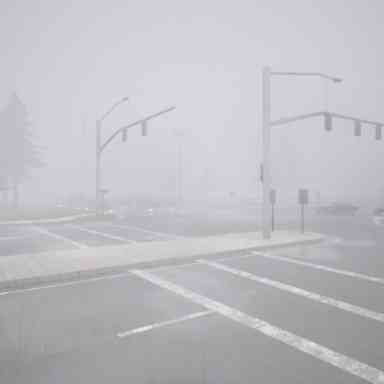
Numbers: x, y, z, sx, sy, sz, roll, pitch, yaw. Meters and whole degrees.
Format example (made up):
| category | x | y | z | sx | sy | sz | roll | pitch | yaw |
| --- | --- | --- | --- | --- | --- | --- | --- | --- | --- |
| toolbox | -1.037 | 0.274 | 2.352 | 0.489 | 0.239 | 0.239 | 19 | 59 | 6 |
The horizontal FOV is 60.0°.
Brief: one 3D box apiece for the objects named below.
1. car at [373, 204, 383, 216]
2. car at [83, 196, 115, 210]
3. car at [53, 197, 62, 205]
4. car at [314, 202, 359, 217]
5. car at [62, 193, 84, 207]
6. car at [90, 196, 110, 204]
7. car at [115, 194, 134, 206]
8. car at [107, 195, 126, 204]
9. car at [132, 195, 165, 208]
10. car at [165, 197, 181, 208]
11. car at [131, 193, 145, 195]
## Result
| category | x | y | z | sx | sy | sz | roll | pitch | yaw |
| --- | --- | --- | --- | --- | --- | --- | --- | --- | --- |
| car | 19.221 | 1.540 | 31.303 | 5.357 | 1.411 | 2.033 | 0 | 0 | -34 |
| car | -12.049 | 1.501 | 42.956 | 1.837 | 1.490 | 4.892 | 0 | 0 | -35 |
| car | -23.409 | 1.560 | 59.250 | 1.994 | 1.385 | 4.181 | 0 | 0 | -34 |
| car | 13.858 | 1.594 | 31.858 | 4.718 | 1.301 | 1.895 | 0 | 0 | -35 |
| car | -17.713 | 1.218 | 51.032 | 2.150 | 2.045 | 5.566 | 0 | 0 | -35 |
| car | -17.345 | 1.486 | 62.794 | 2.128 | 1.511 | 4.902 | 0 | 0 | -35 |
| car | -11.492 | 1.500 | 54.371 | 1.837 | 1.490 | 4.892 | 0 | 0 | -35 |
| car | -14.795 | 1.472 | 65.282 | 1.882 | 1.535 | 5.008 | 0 | 0 | -34 |
| car | -6.250 | 1.500 | 46.880 | 1.837 | 1.490 | 4.892 | 0 | 0 | -35 |
| car | -3.468 | 1.499 | 49.008 | 1.837 | 1.490 | 4.892 | 0 | 0 | -35 |
| car | -9.007 | 1.216 | 56.931 | 2.150 | 2.045 | 5.566 | 0 | 0 | -35 |
